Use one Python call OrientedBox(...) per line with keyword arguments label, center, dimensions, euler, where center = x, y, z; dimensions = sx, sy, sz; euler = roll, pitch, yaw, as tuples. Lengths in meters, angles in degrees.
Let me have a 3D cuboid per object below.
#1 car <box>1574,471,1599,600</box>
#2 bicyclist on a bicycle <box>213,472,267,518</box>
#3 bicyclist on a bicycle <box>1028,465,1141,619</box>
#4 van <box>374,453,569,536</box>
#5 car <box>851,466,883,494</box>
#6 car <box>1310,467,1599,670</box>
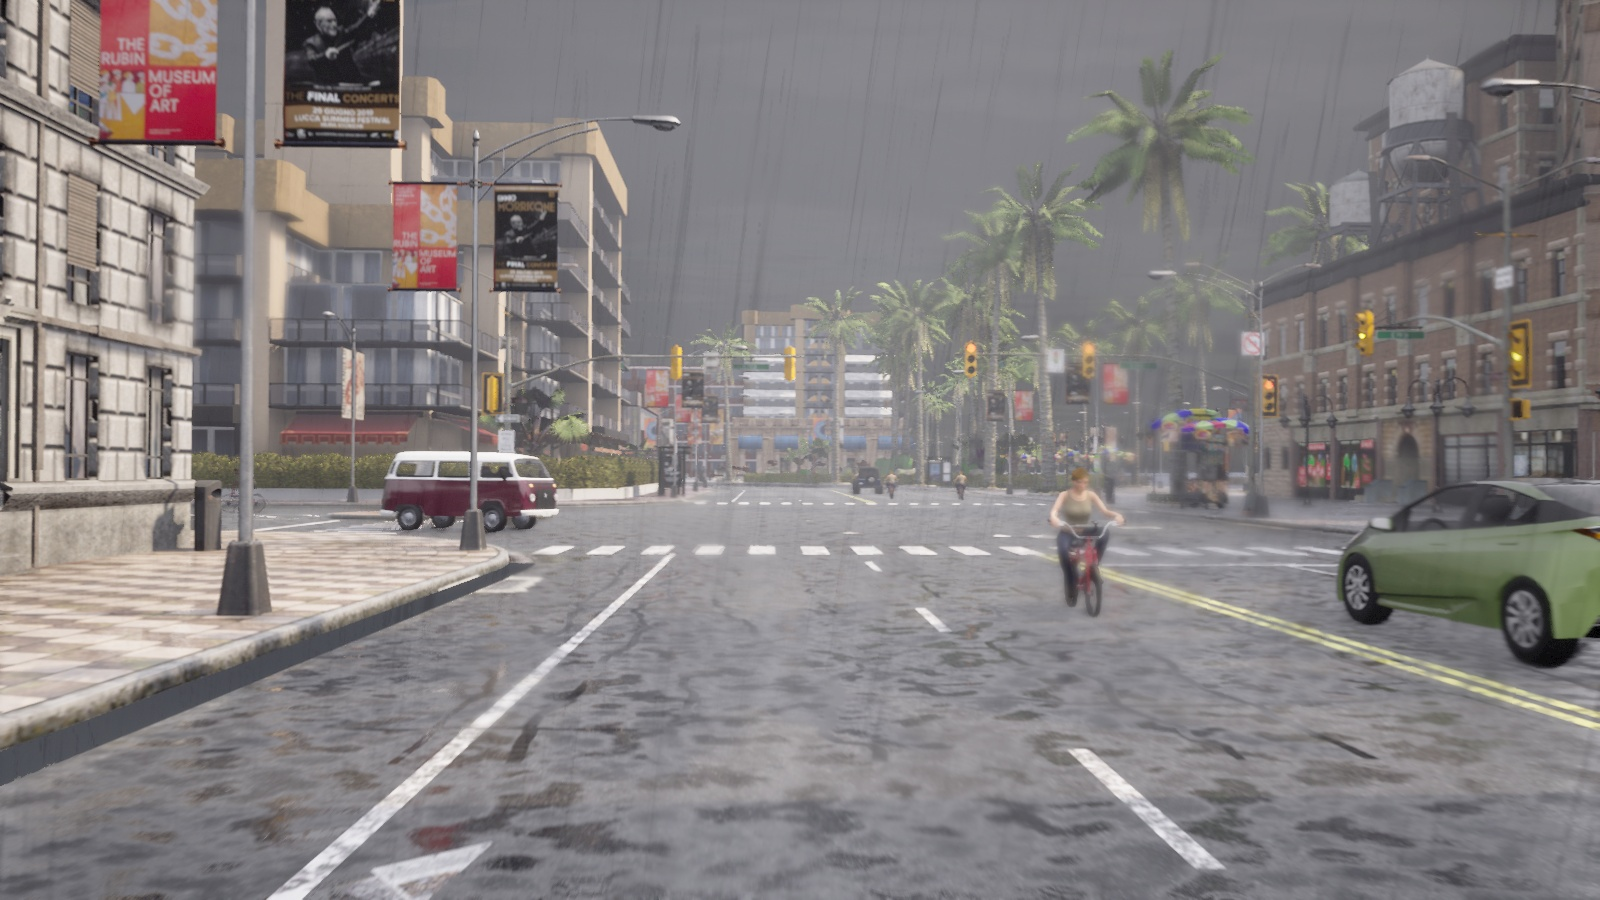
OrientedBox(label="car", center=(10.173, 0.951, 12.935), dimensions=(1.970, 1.475, 3.806), euler=(0, -1, -2))
OrientedBox(label="bicyclist on a bicycle", center=(-20.088, 1.623, 45.054), dimensions=(1.656, 1.620, 0.582), euler=(-1, -1, -2))
OrientedBox(label="bicyclist on a bicycle", center=(3.133, 0.973, 13.966), dimensions=(0.866, 1.612, 1.509), euler=(0, -1, -2))
OrientedBox(label="van", center=(-8.495, 1.128, 32.552), dimensions=(4.480, 2.038, 2.069), euler=(-1, -2, 18))
OrientedBox(label="car", center=(4.653, 2.067, 87.458), dimensions=(1.905, 1.878, 3.866), euler=(0, -1, -2))
OrientedBox(label="car", center=(6.760, 0.929, 11.771), dimensions=(2.007, 1.525, 4.514), euler=(0, -1, -2))
